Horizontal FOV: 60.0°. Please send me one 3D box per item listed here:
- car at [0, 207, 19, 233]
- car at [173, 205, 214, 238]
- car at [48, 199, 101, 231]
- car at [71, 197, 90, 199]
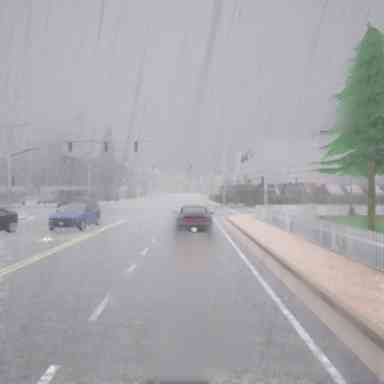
[{"bbox_3d":[-10.556,1.428,16.405,1.882,1.535,5.008,0,0,0],"label":"car"},{"bbox_3d":[0.102,1.450,17.361,1.837,1.490,4.892,0,0,0],"label":"car"},{"bbox_3d":[-7.002,1.418,20.311,1.882,1.535,5.008,0,0,0],"label":"car"},{"bbox_3d":[-13.832,1.382,40.059,4.892,1.490,1.837,0,-1,15],"label":"car"}]
